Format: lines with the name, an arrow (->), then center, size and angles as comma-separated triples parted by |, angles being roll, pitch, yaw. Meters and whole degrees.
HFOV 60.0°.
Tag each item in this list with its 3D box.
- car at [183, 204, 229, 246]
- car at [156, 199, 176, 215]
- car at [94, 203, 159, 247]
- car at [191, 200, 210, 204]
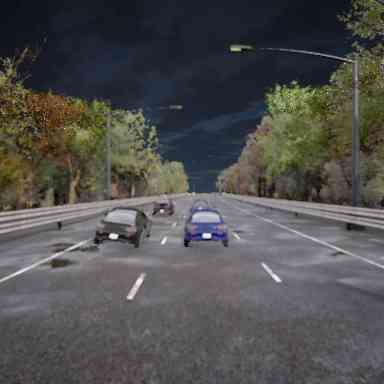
car -> 0.591, 1.504, 15.055 | 1.812, 1.442, 4.674 | 0, 0, 0
car -> -2.678, 1.454, 32.711 | 1.837, 1.490, 4.892 | 0, 0, 1
car -> -2.864, 1.395, 14.673 | 1.812, 1.442, 4.674 | 8, 2, 0
car -> 0.848, 1.510, 33.729 | 1.994, 1.385, 4.181 | 0, 0, 1
